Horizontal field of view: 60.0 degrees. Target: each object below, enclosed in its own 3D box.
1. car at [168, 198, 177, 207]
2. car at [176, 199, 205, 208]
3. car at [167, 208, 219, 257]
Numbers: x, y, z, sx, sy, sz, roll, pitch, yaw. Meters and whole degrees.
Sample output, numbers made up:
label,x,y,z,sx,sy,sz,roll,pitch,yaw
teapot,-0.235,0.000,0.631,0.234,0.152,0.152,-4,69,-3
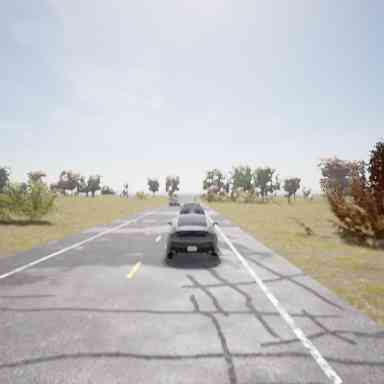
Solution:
label,x,y,z,sx,sy,sz,roll,pitch,yaw
car,-3.502,2.048,65.768,2.097,1.767,4.553,0,-1,0
car,0.028,1.647,28.418,2.097,1.767,4.553,0,-1,0
car,0.026,1.647,13.493,1.837,1.490,4.892,0,0,1
